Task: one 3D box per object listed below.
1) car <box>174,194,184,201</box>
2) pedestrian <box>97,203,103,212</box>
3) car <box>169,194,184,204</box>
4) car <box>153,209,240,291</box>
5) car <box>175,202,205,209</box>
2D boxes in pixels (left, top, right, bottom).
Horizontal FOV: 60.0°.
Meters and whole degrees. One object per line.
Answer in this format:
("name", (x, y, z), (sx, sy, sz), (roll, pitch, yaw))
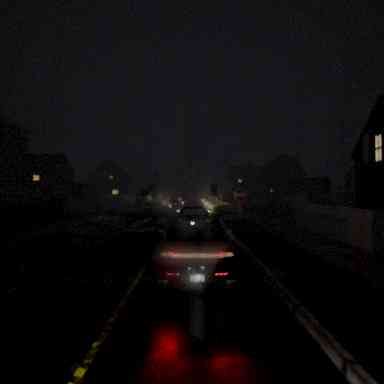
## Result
("car", (-2.760, 1.225, 71.704), (1.812, 1.442, 4.674), (0, 0, 0))
("pedestrian", (-9.819, 1.156, 34.955), (0.375, 1.860, 0.375), (0, -3, -1))
("car", (-2.818, 1.206, 56.469), (1.882, 1.535, 5.008), (0, 0, 0))
("car", (0.099, 1.430, 8.802), (2.128, 1.511, 4.902), (0, 0, 0))
("car", (0.095, 1.447, 18.149), (1.994, 1.385, 4.181), (0, 0, 0))
